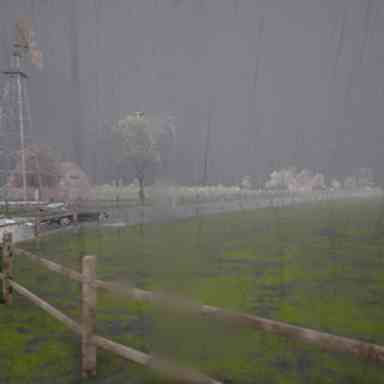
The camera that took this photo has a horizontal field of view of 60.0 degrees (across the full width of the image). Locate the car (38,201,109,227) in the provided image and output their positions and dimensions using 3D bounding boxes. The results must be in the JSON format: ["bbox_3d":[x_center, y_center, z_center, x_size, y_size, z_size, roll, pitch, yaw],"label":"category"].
[{"bbox_3d":[-7.673,1.361,21.880,1.837,1.490,4.892,1,1,35],"label":"car"}]
